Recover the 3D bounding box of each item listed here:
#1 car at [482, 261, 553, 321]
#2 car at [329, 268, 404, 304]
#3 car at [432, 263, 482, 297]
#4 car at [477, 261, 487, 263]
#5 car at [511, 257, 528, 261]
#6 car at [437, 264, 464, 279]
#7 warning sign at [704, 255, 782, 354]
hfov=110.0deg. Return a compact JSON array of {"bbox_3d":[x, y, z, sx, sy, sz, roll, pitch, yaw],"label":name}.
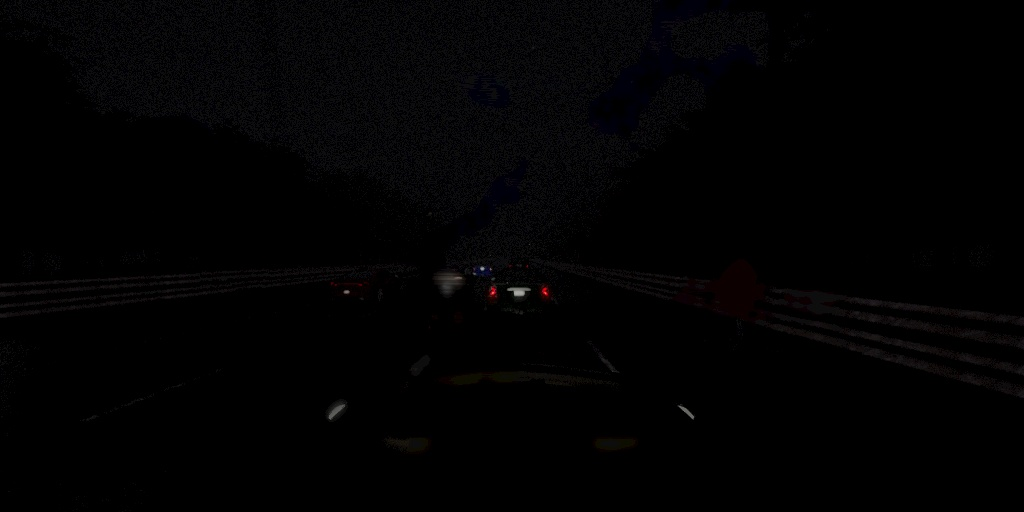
[{"bbox_3d":[0.265,1.171,12.976,2.097,1.767,4.553,0,0,1],"label":"car"},{"bbox_3d":[-6.645,1.318,17.002,1.882,1.535,5.008,0,0,1],"label":"car"},{"bbox_3d":[-3.082,1.346,19.810,2.128,1.511,4.902,0,-1,1],"label":"car"},{"bbox_3d":[-2.743,1.290,36.019,2.097,1.767,4.553,0,0,1],"label":"car"},{"bbox_3d":[0.756,1.157,35.797,2.150,2.045,5.566,0,0,1],"label":"car"},{"bbox_3d":[-6.227,1.504,36.749,1.994,1.385,4.181,0,0,1],"label":"car"},{"bbox_3d":[4.611,0.902,7.249,1.300,1.860,1.060,0,0,1],"label":"warning sign"}]
